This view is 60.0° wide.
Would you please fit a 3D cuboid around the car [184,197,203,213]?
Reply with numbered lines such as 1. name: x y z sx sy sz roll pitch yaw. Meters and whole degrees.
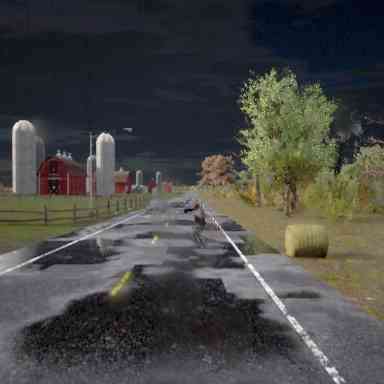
1. car: 0.138 1.545 36.377 1.994 1.385 4.181 0 0 0

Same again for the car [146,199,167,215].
1. car: -3.557 1.489 33.949 1.837 1.490 4.892 0 -1 0

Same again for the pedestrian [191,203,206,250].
1. pedestrian: 0.249 1.288 12.753 0.375 1.860 0.375 -1 1 -2

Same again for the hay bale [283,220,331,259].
1. hay bale: 4.021 1.649 11.752 1.220 1.180 1.240 1 1 0

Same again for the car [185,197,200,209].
1. car: 0.094 1.467 46.952 2.128 1.511 4.902 0 0 1
